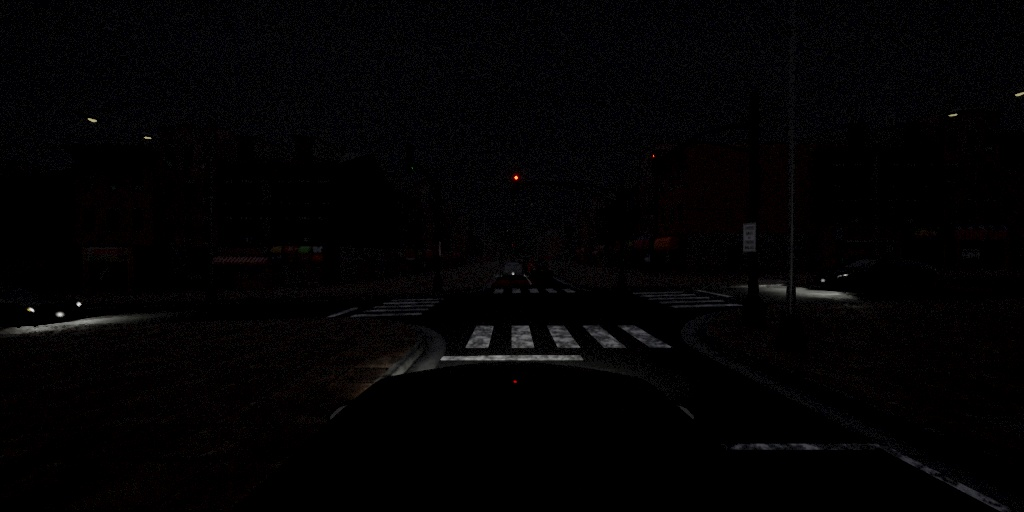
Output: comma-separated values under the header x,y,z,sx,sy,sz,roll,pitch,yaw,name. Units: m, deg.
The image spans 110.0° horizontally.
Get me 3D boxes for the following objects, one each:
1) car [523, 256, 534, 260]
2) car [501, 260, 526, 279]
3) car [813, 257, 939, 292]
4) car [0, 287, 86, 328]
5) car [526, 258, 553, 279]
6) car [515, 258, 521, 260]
x,y,z,sx,sy,sz,roll,pitch,yaw,name
2.632,1.112,38.575,2.192,1.841,5.009,0,0,0,car
0.095,1.311,33.133,1.812,1.442,4.674,0,0,0,car
16.481,0.778,16.330,4.674,1.442,1.812,-2,0,0,car
-19.472,1.881,13.329,5.357,1.411,2.033,-2,0,0,car
2.633,1.225,33.174,1.967,1.591,4.097,0,0,0,car
0.056,1.466,60.720,1.895,1.301,4.718,0,0,0,car
